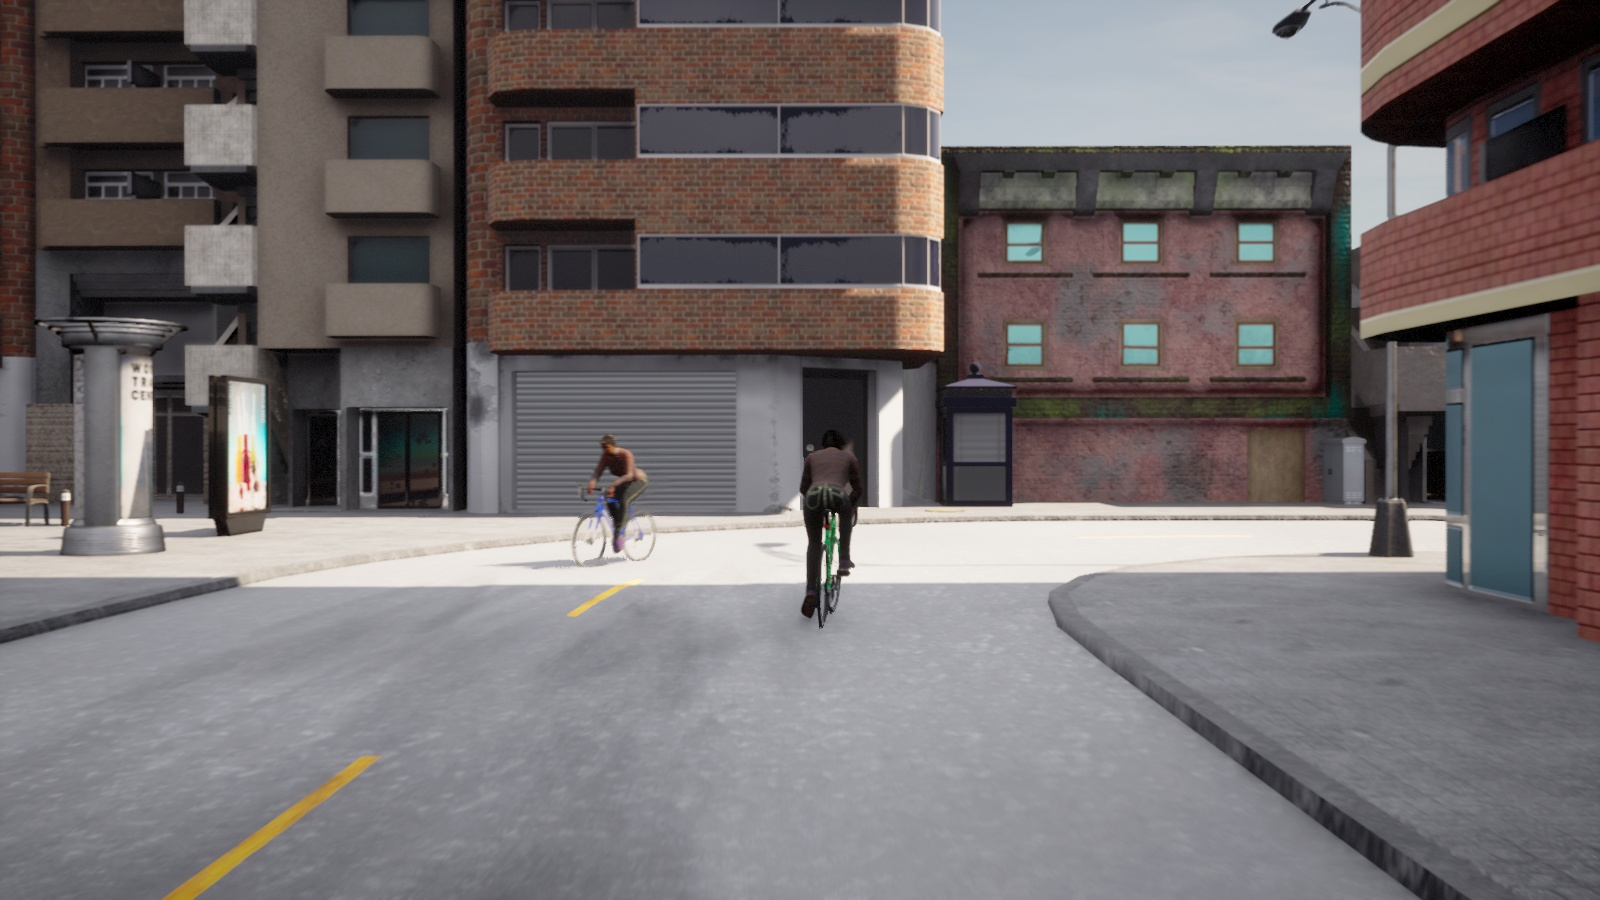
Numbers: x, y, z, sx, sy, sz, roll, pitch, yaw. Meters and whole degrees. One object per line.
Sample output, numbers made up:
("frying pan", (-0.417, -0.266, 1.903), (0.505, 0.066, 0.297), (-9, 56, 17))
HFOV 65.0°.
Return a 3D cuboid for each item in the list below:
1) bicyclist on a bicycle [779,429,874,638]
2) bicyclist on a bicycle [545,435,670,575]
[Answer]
("bicyclist on a bicycle", (0.253, 0.650, 10.632), (0.582, 1.620, 1.656), (1, 0, 8))
("bicyclist on a bicycle", (-2.335, 0.628, 15.404), (0.582, 1.620, 1.656), (2, 1, 30))
